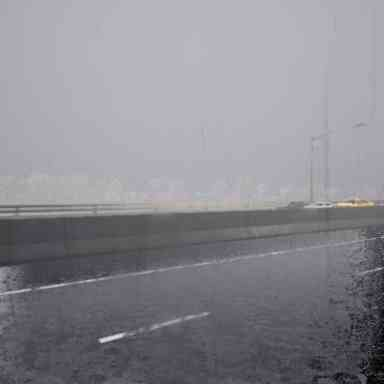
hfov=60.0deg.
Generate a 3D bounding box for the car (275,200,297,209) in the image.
[{"bbox_3d":[11.403,1.739,37.457,4.892,1.490,1.837,0,0,-34],"label":"car"}]

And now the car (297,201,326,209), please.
[{"bbox_3d":[13.383,1.760,34.571,4.674,1.442,1.812,0,0,-34],"label":"car"}]

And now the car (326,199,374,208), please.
[{"bbox_3d":[15.369,1.329,31.689,5.008,1.535,1.882,0,0,-34],"label":"car"}]
